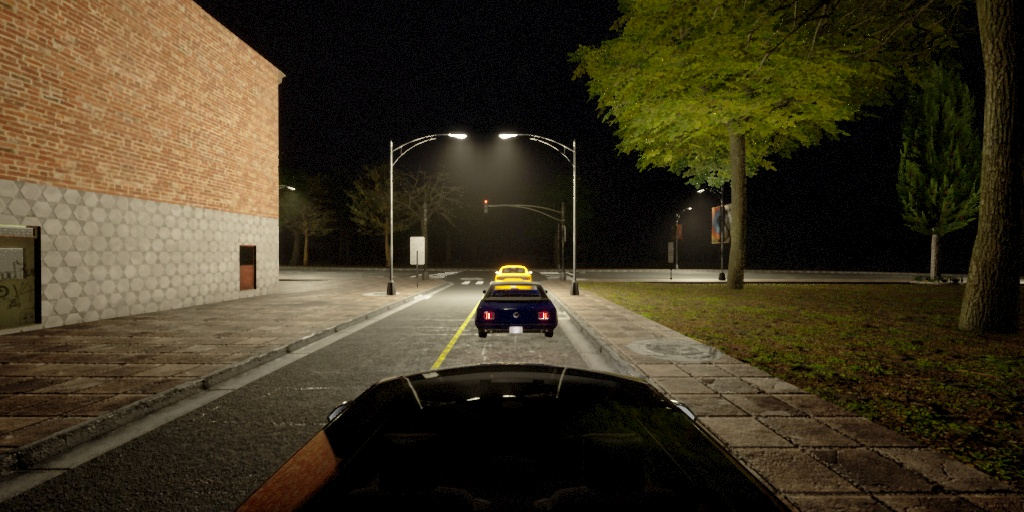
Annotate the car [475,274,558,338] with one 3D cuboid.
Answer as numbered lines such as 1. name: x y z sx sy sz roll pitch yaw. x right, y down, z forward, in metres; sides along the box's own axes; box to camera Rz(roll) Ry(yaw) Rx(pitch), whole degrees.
1. car: 0.094 1.356 10.174 1.895 1.301 4.718 0 0 0

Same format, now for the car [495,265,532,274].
1. car: 0.091 1.254 19.519 1.882 1.535 5.008 0 0 1
